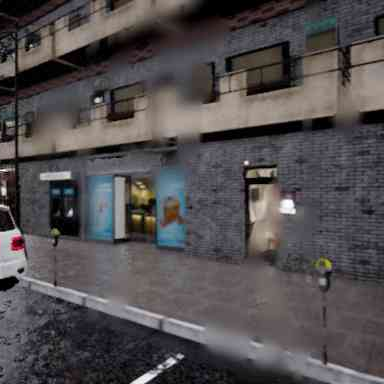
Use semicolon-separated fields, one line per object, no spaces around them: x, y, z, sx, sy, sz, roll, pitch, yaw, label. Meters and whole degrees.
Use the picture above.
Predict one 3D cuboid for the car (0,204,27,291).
-6.098;1.227;7.736;5.566;2.045;2.150;0;0;36;car
